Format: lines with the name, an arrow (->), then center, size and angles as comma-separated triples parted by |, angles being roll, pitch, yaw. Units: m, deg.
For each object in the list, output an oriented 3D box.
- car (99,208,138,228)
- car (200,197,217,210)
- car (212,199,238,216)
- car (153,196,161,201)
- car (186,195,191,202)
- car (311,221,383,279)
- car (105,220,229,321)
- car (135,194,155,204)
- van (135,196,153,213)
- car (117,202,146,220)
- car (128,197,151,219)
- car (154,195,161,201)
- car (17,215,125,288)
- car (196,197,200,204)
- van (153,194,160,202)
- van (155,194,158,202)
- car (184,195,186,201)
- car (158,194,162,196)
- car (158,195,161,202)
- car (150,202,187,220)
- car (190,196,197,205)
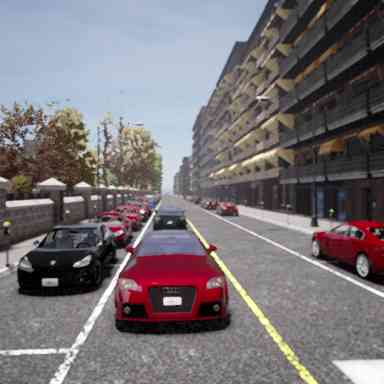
car -> -3.644, 1.579, 14.919 | 1.802, 1.307, 4.206 | 0, 0, -4
car -> 2.554, 1.464, 43.627 | 1.967, 1.590, 4.097 | 0, 0, -4
car -> 3.417, 1.591, 32.399 | 1.802, 1.307, 4.206 | 0, 0, -4
car -> -9.253, 1.684, 87.894 | 1.802, 1.307, 4.206 | 0, 0, -4
car -> 0.397, 1.505, 71.696 | 1.967, 1.590, 4.097 | 0, 0, -4
car -> 5.144, 1.542, 9.947 | 1.887, 1.381, 4.507 | 0, 0, -4
car -> -0.458, 1.562, 7.307 | 1.994, 1.385, 4.181 | 0, 0, -4
car -> -4.939, 1.326, 31.757 | 2.192, 1.841, 5.009 | 0, 0, -4
van -> -5.370, 1.359, 37.371 | 1.690, 1.788, 3.998 | 0, 0, -4
car -> -4.075, 1.543, 20.531 | 1.887, 1.381, 4.507 | 0, 0, -4
car -> -4.506, 1.444, 26.143 | 1.967, 1.590, 4.097 | 0, 0, -4
car -> -9.684, 1.660, 93.509 | 1.887, 1.381, 4.507 | 0, 0, -4
car -> -3.212, 1.564, 9.305 | 1.947, 1.339, 4.313 | 0, 0, -4
car -> 2.123, 1.612, 49.241 | 1.802, 1.307, 4.206 | 0, 0, -4
van -> -8.821, 1.430, 82.281 | 1.690, 1.788, 3.998 | 0, 0, -4
van -> -6.233, 1.373, 48.599 | 1.690, 1.788, 3.998 | 0, 0, -4
car -> -0.478, 1.613, 83.093 | 1.752, 1.417, 4.829 | 0, 0, -4
car -> -7.958, 1.381, 71.054 | 2.192, 1.841, 5.009 | 0, 0, -4
car -> -7.096, 1.613, 59.827 | 1.947, 1.339, 4.313 | 0, 0, -4
car -> -1.401, 1.562, 20.964 | 1.994, 1.385, 4.181 | 0, 0, -4
car -> 1.260, 1.612, 60.469 | 1.947, 1.339, 4.313 | 0, 0, -4
